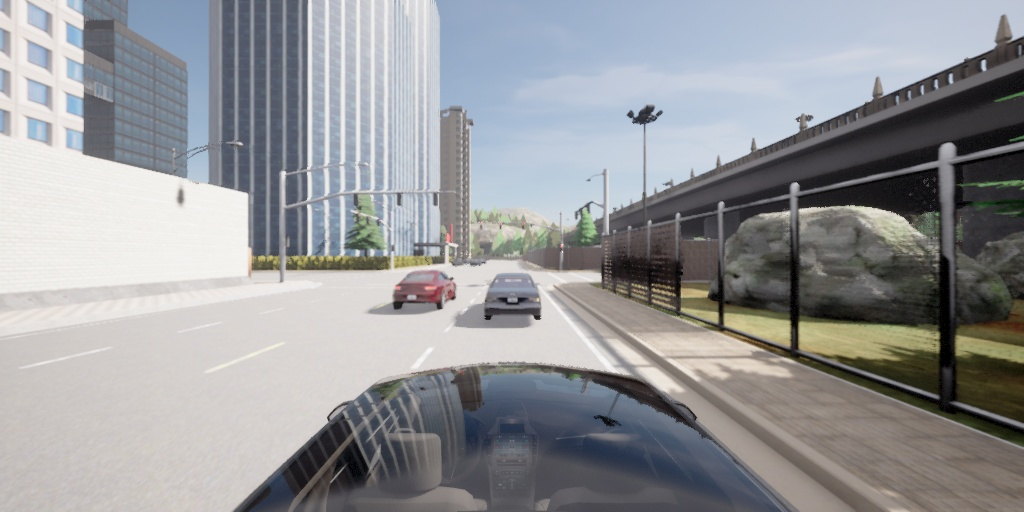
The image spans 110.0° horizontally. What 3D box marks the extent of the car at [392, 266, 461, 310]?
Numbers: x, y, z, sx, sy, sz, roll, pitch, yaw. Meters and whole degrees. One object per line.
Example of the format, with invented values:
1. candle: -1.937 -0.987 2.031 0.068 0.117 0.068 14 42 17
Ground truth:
1. car: -3.441 1.279 14.675 1.812 1.442 4.674 0 0 0

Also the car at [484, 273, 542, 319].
1. car: 0.043 1.300 12.754 2.033 1.411 5.357 0 0 1
